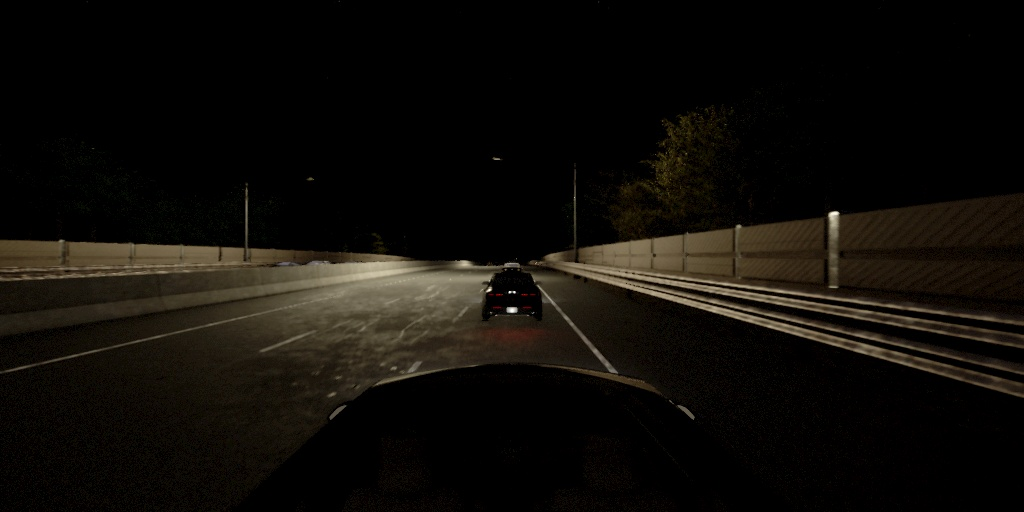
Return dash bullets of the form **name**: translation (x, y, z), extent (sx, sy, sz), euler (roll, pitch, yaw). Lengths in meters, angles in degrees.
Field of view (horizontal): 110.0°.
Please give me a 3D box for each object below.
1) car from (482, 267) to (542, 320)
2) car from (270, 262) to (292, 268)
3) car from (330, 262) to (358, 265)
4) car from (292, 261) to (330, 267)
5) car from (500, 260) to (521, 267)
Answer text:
- **car**: translation (0.003, 1.297, 12.561), extent (1.837, 1.490, 4.892), euler (0, 0, 0)
- **car**: translation (-24.578, 1.336, 39.142), extent (1.994, 1.385, 4.181), euler (0, 0, 0)
- **car**: translation (-17.579, 1.336, 39.189), extent (1.994, 1.385, 4.181), euler (0, 0, 0)
- **car**: translation (-21.081, 1.263, 38.973), extent (2.128, 1.511, 4.902), euler (0, 0, 0)
- **car**: translation (0.008, 1.363, 36.277), extent (1.895, 1.301, 4.718), euler (0, 0, 0)
